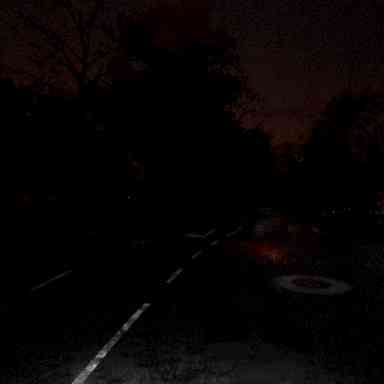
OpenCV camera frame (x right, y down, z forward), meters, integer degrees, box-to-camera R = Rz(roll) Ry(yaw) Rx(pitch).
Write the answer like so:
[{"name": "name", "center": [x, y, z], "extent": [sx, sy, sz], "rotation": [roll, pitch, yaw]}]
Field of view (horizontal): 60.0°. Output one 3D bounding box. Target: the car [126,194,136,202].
[{"name": "car", "center": [-13.653, 1.240, 71.216], "extent": [2.097, 1.767, 4.553], "rotation": [1, -1, 11]}]

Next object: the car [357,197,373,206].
[{"name": "car", "center": [37.013, 1.964, 71.139], "extent": [2.097, 1.767, 4.553], "rotation": [1, -2, 15]}]

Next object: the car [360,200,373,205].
[{"name": "car", "center": [43.701, 2.655, 83.583], "extent": [1.895, 1.301, 4.718], "rotation": [1, -2, 15]}]

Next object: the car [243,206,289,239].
[{"name": "car", "center": [3.953, 1.482, 17.438], "extent": [1.882, 1.535, 5.008], "rotation": [0, 0, 20]}]

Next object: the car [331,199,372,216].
[{"name": "car", "center": [16.454, 1.687, 34.290], "extent": [4.718, 1.301, 1.895], "rotation": [0, 0, -44]}]

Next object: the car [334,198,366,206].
[{"name": "car", "center": [29.230, 1.832, 61.691], "extent": [4.892, 1.521, 2.231], "rotation": [1, -1, 15]}]

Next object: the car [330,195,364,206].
[{"name": "car", "center": [29.965, 1.635, 64.390], "extent": [5.566, 2.045, 2.435], "rotation": [1, -1, 15]}]

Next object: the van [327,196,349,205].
[{"name": "van", "center": [32.937, 1.967, 75.157], "extent": [4.442, 1.987, 1.878], "rotation": [1, -2, 15]}]

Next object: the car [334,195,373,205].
[{"name": "car", "center": [28.577, 1.532, 59.108], "extent": [5.566, 2.045, 2.435], "rotation": [1, -1, 15]}]
